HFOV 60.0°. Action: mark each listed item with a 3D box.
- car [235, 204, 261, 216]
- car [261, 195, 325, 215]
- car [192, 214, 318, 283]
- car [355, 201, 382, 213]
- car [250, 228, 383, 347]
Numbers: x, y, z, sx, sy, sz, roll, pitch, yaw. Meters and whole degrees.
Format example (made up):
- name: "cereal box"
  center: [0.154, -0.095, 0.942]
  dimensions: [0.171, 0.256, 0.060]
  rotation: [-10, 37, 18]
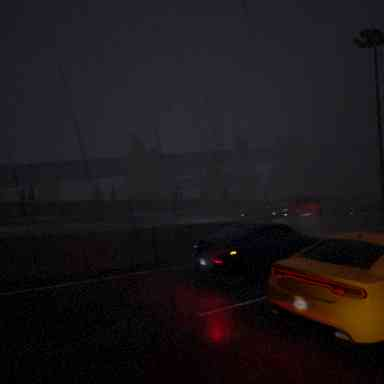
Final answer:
- name: "car"
  center: [6.129, 1.677, 29.743]
  dimensions: [4.718, 1.301, 1.895]
  rotation: [0, 0, -35]
- name: "car"
  center: [8.549, 1.302, 27.163]
  dimensions: [5.566, 2.045, 2.150]
  rotation: [0, 0, -35]
- name: "car"
  center: [2.155, 1.557, 9.582]
  dimensions: [4.674, 1.442, 1.812]
  rotation: [0, 0, -36]
- name: "car"
  center: [15.609, 1.494, 27.898]
  dimensions: [5.008, 1.535, 1.882]
  rotation: [0, 0, -35]
- name: "car"
  center: [3.611, 1.507, 6.322]
  dimensions: [5.008, 1.535, 1.882]
  rotation: [0, 0, -36]
